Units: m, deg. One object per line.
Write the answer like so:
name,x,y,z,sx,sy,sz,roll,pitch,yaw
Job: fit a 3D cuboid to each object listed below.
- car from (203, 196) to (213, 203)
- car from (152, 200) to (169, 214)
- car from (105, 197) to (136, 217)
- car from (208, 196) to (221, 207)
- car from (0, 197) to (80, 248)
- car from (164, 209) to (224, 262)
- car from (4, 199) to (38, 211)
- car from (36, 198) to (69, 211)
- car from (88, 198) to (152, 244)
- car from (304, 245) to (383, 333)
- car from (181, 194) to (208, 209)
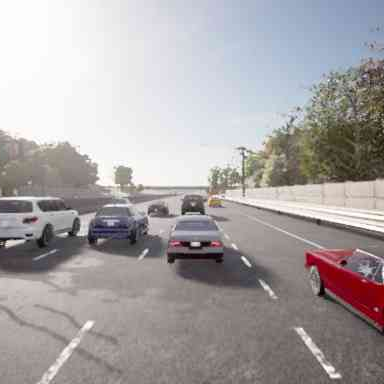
car,3.500,1.593,74.391,2.033,1.411,5.357,0,0,0
car,-3.401,1.540,33.872,1.812,1.442,4.674,0,0,0
car,-6.900,1.365,32.523,2.097,1.767,4.553,0,0,0
car,3.500,1.486,52.375,1.882,1.535,5.008,0,0,0
car,-6.904,1.226,15.020,2.150,2.045,5.566,0,0,0
car,0.099,1.550,12.091,2.033,1.411,5.357,0,0,0
car,-21.082,1.584,41.151,1.994,1.385,4.181,0,0,0
car,-17.581,1.513,42.154,2.128,1.511,4.902,0,0,0
car,-3.400,1.356,16.064,2.097,1.767,4.553,0,0,0
car,3.595,1.577,5.754,1.895,1.301,4.718,0,0,-1
car,0.096,1.234,32.042,2.150,2.045,5.566,0,0,0
